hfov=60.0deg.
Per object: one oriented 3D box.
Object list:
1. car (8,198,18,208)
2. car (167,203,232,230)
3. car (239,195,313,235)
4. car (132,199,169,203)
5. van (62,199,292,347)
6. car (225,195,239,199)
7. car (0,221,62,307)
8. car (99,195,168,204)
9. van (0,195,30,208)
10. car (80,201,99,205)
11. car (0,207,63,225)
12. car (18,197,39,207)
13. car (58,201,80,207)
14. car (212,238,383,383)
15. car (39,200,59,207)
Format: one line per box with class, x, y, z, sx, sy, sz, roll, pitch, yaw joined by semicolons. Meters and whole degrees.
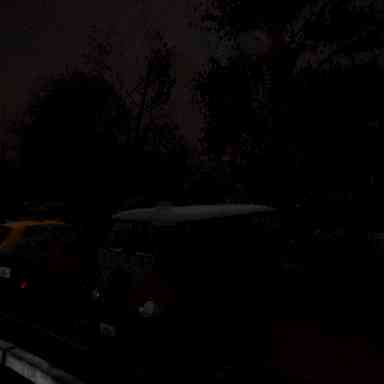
car;-15.213;1.595;33.215;2.002;1.452;4.674;0;0;35
car;0.617;1.526;22.049;2.002;1.452;4.674;0;0;35
car;5.153;1.228;18.818;2.435;2.045;5.566;0;0;35
car;-1.559;1.493;23.580;2.097;1.535;5.008;0;0;35
van;0.153;1.250;6.231;1.878;1.987;4.442;0;0;35
car;2.977;1.231;20.351;2.435;2.045;5.566;0;0;35
car;-2.054;1.508;7.966;2.163;1.488;4.792;0;0;35
car;-3.850;1.249;25.168;2.435;2.045;5.566;0;0;35
van;-19.697;1.352;36.527;1.878;1.987;4.442;0;0;35
car;-6.091;1.539;26.818;2.163;1.488;4.792;0;0;35
car;-6.653;1.484;11.167;2.097;1.535;5.008;0;0;35
car;-13.043;1.541;31.460;1.946;1.575;5.366;0;0;35
car;-8.400;1.551;28.376;2.163;1.488;4.792;0;0;35
car;2.494;1.503;4.686;2.163;1.488;4.792;0;0;35
car;-10.662;1.532;30.000;2.097;1.535;5.008;0;0;35
